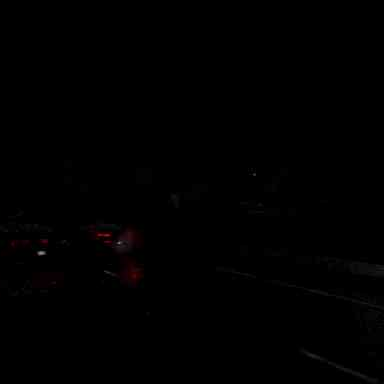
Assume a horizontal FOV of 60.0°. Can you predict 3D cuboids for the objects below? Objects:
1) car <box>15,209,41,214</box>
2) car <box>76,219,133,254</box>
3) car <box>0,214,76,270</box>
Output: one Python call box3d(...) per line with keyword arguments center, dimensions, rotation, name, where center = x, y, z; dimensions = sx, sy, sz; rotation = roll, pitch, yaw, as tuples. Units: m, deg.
box3d(center=(-13.396, 2.169, 26.954), dimensions=(1.837, 1.490, 4.892), rotation=(3, -2, -38), name="car")
box3d(center=(-4.438, 1.988, 15.749), dimensions=(1.812, 1.442, 4.674), rotation=(3, -2, -38), name="car")
box3d(center=(-6.212, 1.787, 12.349), dimensions=(1.882, 1.535, 5.008), rotation=(3, -3, -38), name="car")
